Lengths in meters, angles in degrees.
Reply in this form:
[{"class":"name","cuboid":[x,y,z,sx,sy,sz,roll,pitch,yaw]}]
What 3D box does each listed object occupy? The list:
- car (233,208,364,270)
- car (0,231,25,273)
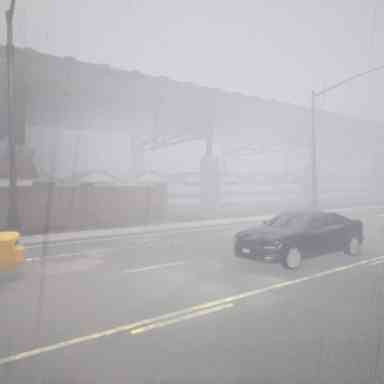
[{"class":"car","cuboid":[3.536,1.324,10.695,5.008,1.535,1.882,-1,1,-35]},{"class":"car","cuboid":[-6.723,1.490,7.771,5.008,1.535,1.882,-1,1,-35]}]
